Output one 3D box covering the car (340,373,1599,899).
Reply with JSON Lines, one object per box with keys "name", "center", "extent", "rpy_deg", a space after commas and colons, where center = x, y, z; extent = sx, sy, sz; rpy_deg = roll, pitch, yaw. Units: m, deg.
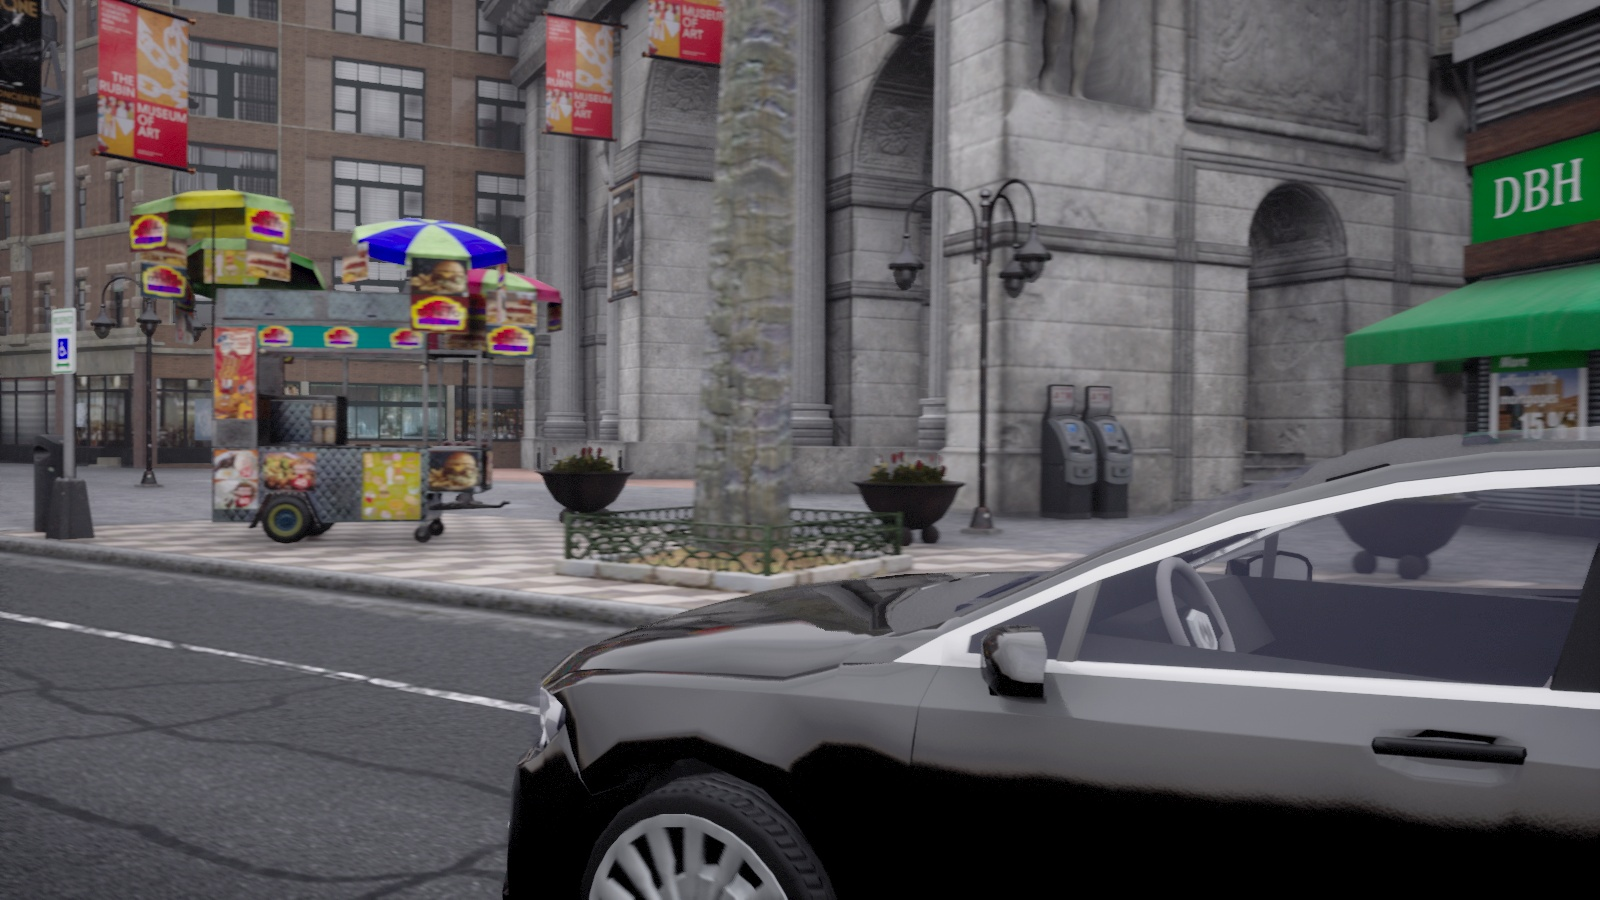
{"name": "car", "center": [1.509, 0.638, 2.623], "extent": [4.902, 1.511, 2.128], "rpy_deg": [0, 1, 34]}
